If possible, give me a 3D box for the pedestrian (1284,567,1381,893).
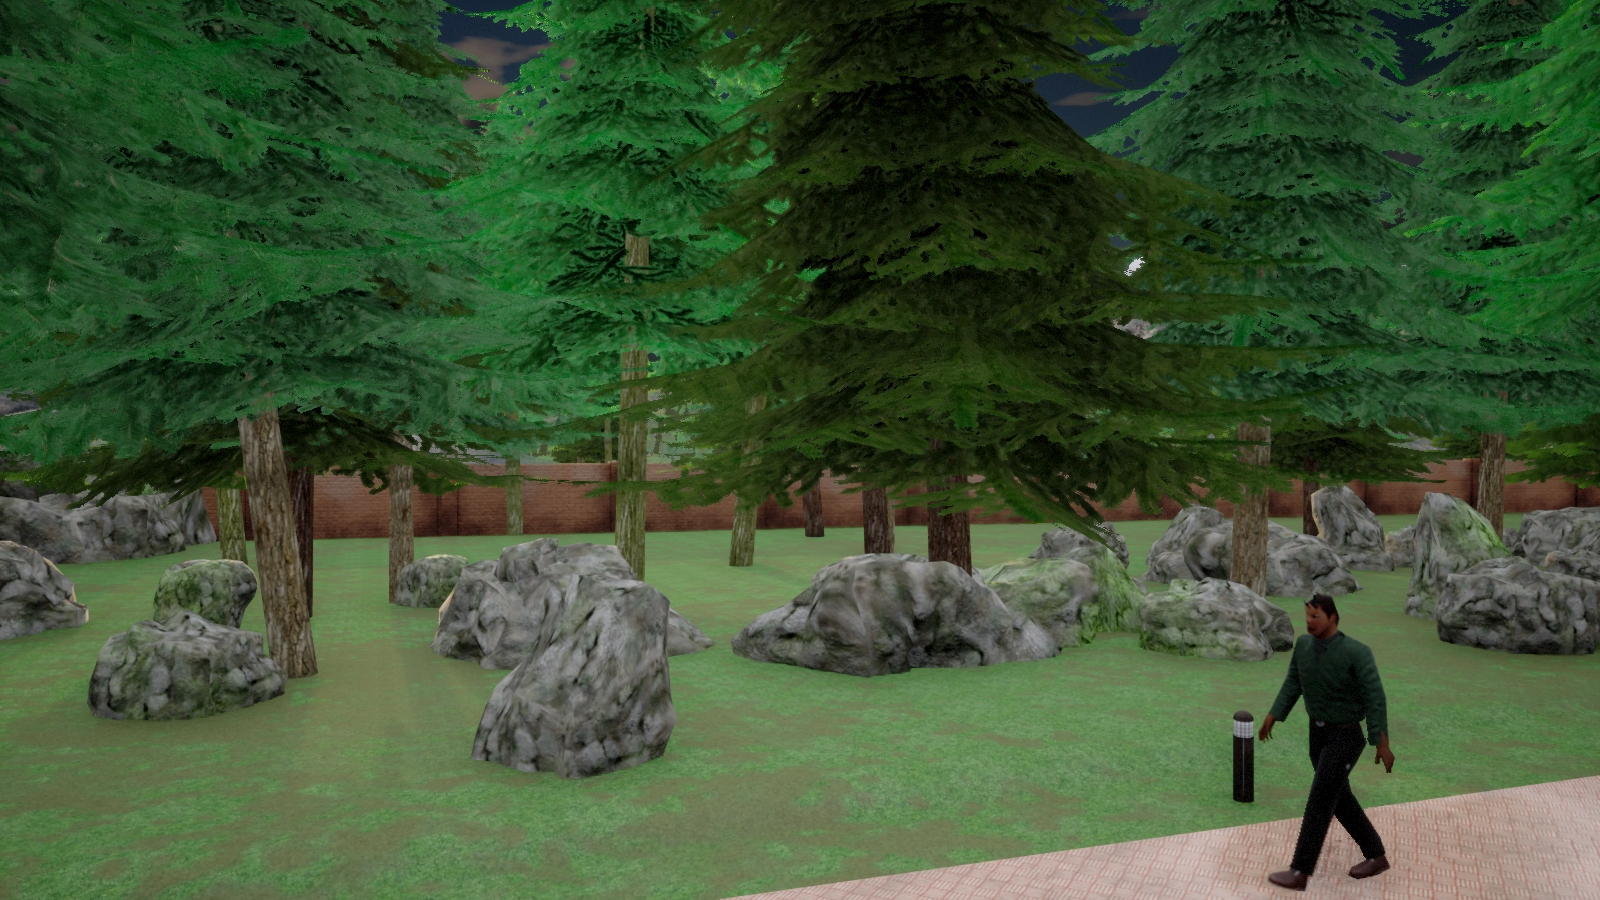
[{"bbox_3d":[3.226,1.667,6.931,0.375,1.860,0.375,0,0,-19],"label":"pedestrian"}]
